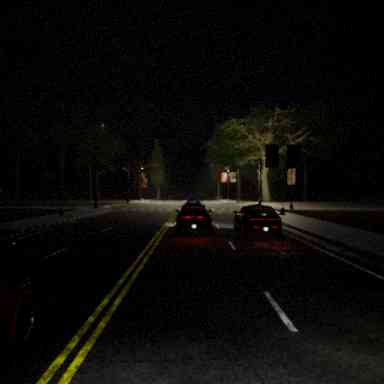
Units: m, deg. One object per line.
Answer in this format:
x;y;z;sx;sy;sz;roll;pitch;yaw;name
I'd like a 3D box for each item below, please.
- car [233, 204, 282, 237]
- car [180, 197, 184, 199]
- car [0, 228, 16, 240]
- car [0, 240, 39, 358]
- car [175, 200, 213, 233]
3.353;1.414;17.492;1.837;1.490;4.892;0;0;0;car
0.105;1.426;31.706;1.994;1.385;4.181;0;0;0;car
-6.596;1.503;8.542;2.033;1.411;5.357;0;0;0;car
-3.351;1.546;3.442;1.994;1.385;4.181;0;0;0;car
0.105;1.410;18.677;1.837;1.490;4.892;0;0;0;car
